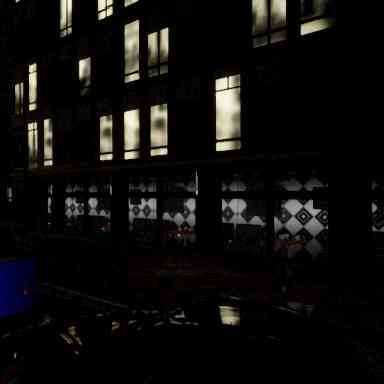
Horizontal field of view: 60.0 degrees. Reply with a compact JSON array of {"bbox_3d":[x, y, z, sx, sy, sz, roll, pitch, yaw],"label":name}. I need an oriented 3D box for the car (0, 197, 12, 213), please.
[{"bbox_3d":[-14.414,1.358,28.174,2.192,1.841,5.009,-1,-1,35],"label":"car"}]

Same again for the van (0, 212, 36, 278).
[{"bbox_3d":[-4.522,1.342,6.062,3.998,1.788,1.690,0,0,35],"label":"van"}]

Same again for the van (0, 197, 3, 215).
[{"bbox_3d":[-21.250,1.425,33.020,1.690,1.788,3.998,-1,-1,35],"label":"van"}]

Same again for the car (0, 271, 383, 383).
[{"bbox_3d":[0.110,1.582,2.759,4.206,1.307,1.802,0,0,35],"label":"car"}]
